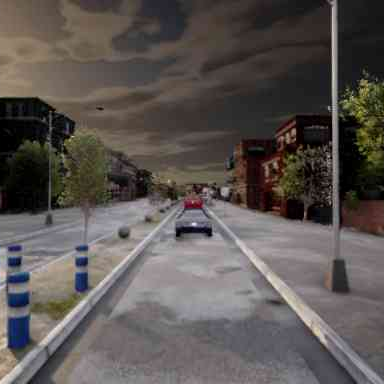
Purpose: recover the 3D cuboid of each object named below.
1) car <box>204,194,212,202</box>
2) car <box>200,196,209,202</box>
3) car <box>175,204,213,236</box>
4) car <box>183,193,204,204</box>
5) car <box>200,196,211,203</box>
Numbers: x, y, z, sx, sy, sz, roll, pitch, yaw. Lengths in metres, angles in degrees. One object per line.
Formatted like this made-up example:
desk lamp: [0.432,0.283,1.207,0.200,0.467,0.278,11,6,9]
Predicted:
car: [3.005,1.649,69.335,2.231,1.521,4.892,0,0,0]
car: [3.006,1.694,80.541,2.163,1.488,4.792,0,0,0]
car: [0.103,1.589,18.735,1.994,1.385,4.181,0,0,0]
car: [0.105,1.315,42.334,2.150,2.045,5.566,0,0,0]
car: [3.006,1.658,74.983,2.231,1.521,4.892,0,0,0]
